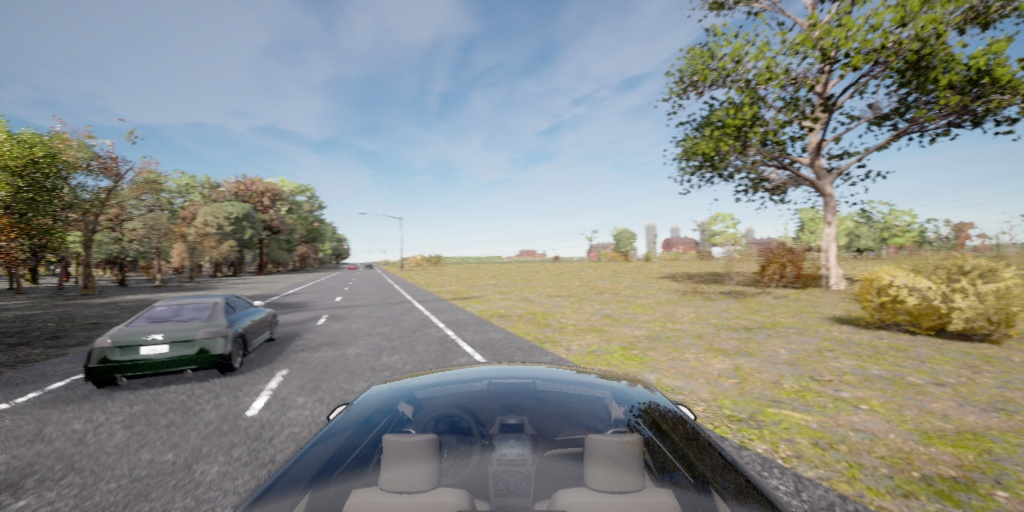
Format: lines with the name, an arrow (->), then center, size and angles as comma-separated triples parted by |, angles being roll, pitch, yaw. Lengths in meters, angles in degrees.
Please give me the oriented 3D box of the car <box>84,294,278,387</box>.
car -> -6.517, 1.507, 7.645 | 1.994, 1.385, 4.181 | -1, 0, -22
